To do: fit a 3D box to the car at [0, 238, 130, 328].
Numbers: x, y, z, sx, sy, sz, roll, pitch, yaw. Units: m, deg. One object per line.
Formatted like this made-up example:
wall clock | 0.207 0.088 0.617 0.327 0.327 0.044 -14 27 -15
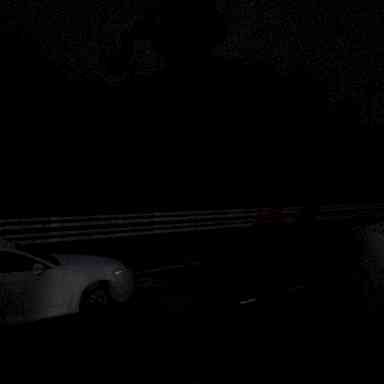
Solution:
car | -3.375 1.526 5.637 4.674 1.442 1.812 0 0 -35
